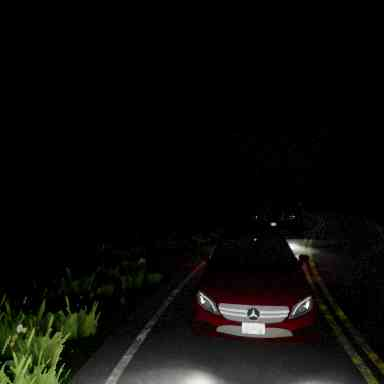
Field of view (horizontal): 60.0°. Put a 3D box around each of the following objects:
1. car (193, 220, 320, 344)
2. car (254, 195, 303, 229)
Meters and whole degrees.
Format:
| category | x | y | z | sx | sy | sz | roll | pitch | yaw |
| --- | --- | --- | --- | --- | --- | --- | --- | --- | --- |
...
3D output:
| category | x | y | z | sx | sy | sz | roll | pitch | yaw |
| --- | --- | --- | --- | --- | --- | --- | --- | --- | --- |
| car | 1.229 | 1.534 | 6.661 | 1.812 | 1.442 | 4.674 | -1 | 0 | 11 |
| car | 5.000 | 1.214 | 18.833 | 2.150 | 2.045 | 5.566 | -2 | -1 | 22 |
